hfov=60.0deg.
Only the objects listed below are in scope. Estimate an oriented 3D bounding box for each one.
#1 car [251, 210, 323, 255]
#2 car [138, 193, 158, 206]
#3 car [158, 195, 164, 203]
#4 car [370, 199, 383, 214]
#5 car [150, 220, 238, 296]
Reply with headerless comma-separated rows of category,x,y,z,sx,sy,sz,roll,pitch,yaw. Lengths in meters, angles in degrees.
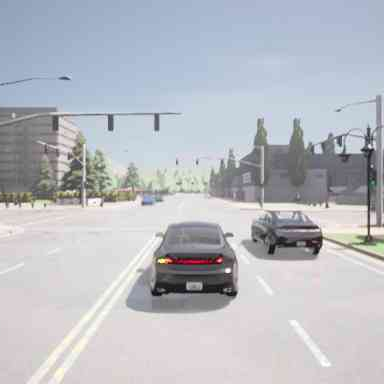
car,3.582,1.480,13.273,2.128,1.511,4.902,0,0,0
car,-7.086,1.431,53.808,1.882,1.535,5.008,0,0,0
car,-7.010,1.418,69.273,1.882,1.535,5.008,0,0,0
car,20.967,1.323,34.909,4.553,1.767,2.097,0,0,-2
car,0.061,1.497,8.593,1.837,1.490,4.892,0,0,0
